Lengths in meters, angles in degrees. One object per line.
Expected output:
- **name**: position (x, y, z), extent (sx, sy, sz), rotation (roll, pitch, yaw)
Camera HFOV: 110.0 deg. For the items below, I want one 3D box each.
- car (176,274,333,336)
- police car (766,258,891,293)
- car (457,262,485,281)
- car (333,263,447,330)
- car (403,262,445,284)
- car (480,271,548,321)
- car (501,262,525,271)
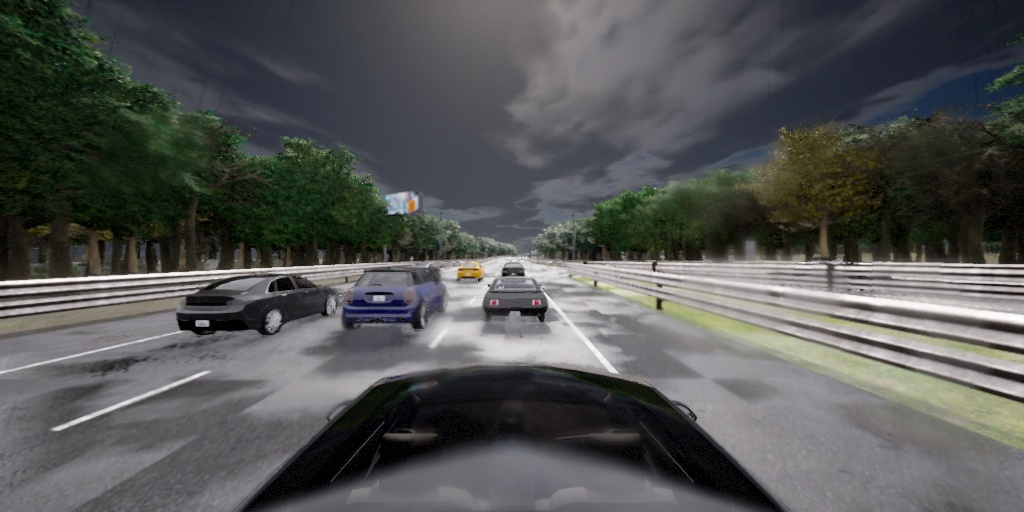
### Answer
- **car**: position (-6.903, 1.261, 10.409), extent (1.837, 1.490, 4.892), rotation (0, 0, 0)
- **police car**: position (15.807, 0.929, 18.406), extent (1.930, 1.638, 5.238), rotation (0, 0, -16)
- **car**: position (-3.411, 1.283, 30.341), extent (1.882, 1.535, 5.008), rotation (0, 0, 0)
- **car**: position (-3.404, 1.110, 11.302), extent (2.097, 1.767, 4.553), rotation (0, 0, 0)
- **car**: position (-6.910, 1.291, 28.686), extent (2.128, 1.511, 4.902), rotation (0, 0, 0)
- **car**: position (0.090, 1.361, 12.420), extent (1.895, 1.301, 4.718), rotation (0, 0, 0)
- **car**: position (0.089, 1.283, 30.325), extent (1.882, 1.535, 5.008), rotation (0, 0, 0)
